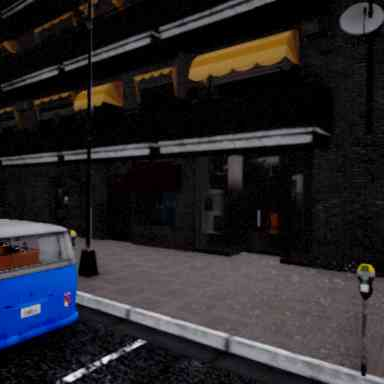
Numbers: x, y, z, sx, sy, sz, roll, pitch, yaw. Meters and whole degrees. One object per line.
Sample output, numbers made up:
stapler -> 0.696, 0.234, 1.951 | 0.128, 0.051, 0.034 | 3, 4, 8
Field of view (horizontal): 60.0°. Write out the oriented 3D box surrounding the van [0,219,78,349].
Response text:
van -> -3.627, 1.324, 5.451 | 3.998, 1.788, 1.690 | 0, 1, 36
